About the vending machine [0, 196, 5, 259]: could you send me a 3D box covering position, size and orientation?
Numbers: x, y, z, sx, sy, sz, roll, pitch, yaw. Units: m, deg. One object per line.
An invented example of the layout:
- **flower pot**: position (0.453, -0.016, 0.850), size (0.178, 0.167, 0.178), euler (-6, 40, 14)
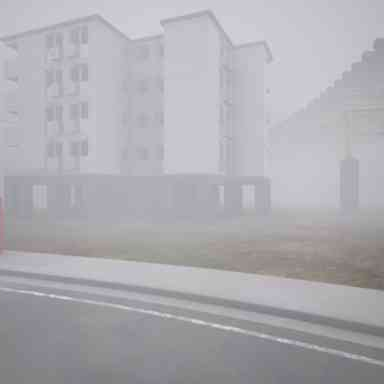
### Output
- **vending machine**: position (-6.995, 1.192, 10.984), size (0.880, 2.100, 1.100), euler (0, 0, 21)
